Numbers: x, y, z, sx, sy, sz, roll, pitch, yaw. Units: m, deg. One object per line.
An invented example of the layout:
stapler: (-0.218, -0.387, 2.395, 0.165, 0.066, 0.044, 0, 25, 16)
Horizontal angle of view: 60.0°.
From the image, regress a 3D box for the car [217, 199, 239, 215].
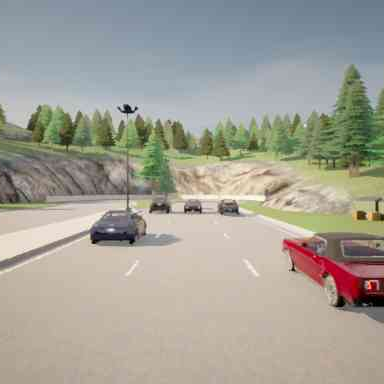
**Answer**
car: (3.607, 1.488, 33.674, 2.128, 1.511, 4.902, 0, 0, 0)

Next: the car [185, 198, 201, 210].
car: (0.200, 1.561, 44.551, 1.994, 1.385, 4.181, 0, 0, 2)

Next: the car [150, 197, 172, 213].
car: (-3.391, 1.351, 36.889, 2.097, 1.767, 4.553, 0, 0, 1)

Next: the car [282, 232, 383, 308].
car: (3.601, 1.600, 7.832, 1.895, 1.301, 4.718, 0, 0, 0)

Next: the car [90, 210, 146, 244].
car: (-3.397, 1.563, 15.951, 1.994, 1.385, 4.181, 0, 0, 0)

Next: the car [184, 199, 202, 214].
car: (0.107, 1.598, 35.791, 1.895, 1.301, 4.718, 0, 0, 0)
